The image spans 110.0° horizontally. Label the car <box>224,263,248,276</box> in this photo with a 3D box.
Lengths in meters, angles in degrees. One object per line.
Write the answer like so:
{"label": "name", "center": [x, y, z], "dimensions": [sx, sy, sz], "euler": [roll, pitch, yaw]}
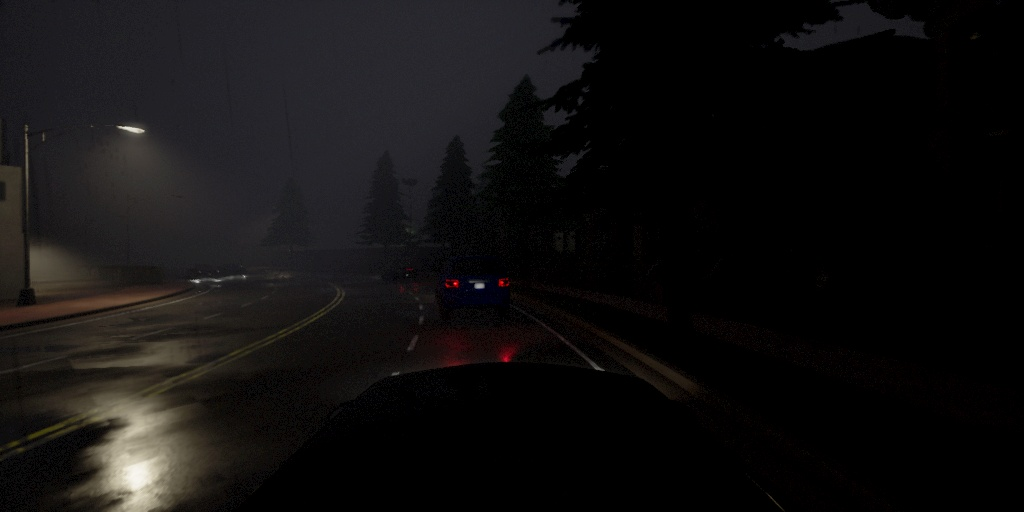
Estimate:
{"label": "car", "center": [-32.565, 1.564, 41.549], "dimensions": [5.357, 1.411, 2.033], "euler": [-1, 0, 36]}

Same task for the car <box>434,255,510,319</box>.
{"label": "car", "center": [-1.595, 0.982, 13.183], "dimensions": [2.150, 2.045, 5.566], "euler": [0, 0, -14]}

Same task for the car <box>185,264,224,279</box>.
{"label": "car", "center": [-31.200, 1.531, 36.196], "dimensions": [4.674, 1.442, 1.812], "euler": [-1, 0, 36]}

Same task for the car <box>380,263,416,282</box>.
{"label": "car", "center": [-9.667, 1.313, 30.276], "dimensions": [2.128, 1.511, 4.902], "euler": [-1, 0, -35]}
